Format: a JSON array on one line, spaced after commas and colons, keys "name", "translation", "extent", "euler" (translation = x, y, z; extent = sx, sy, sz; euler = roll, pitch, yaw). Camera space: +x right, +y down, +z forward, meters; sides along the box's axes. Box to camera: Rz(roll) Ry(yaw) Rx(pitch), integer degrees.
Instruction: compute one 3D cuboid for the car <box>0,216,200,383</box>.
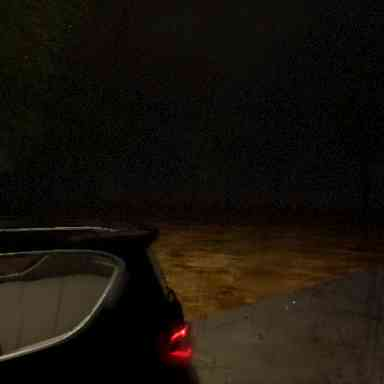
[{"name": "car", "translation": [-2.540, 1.228, 1.650], "extent": [5.566, 2.045, 2.150], "euler": [0, 0, -36]}]
